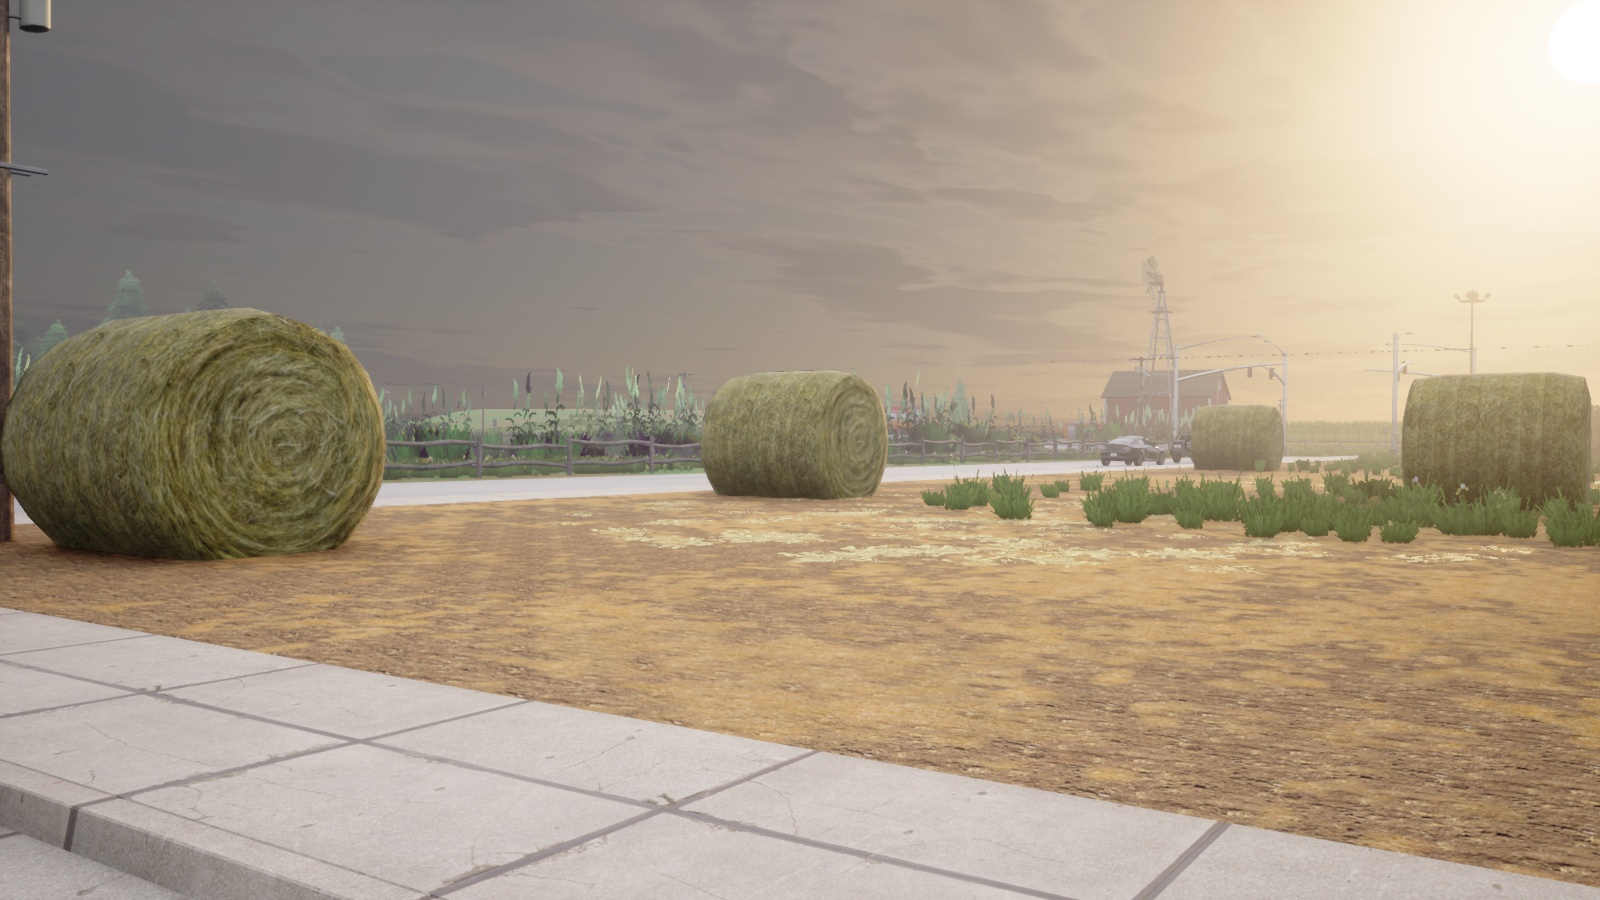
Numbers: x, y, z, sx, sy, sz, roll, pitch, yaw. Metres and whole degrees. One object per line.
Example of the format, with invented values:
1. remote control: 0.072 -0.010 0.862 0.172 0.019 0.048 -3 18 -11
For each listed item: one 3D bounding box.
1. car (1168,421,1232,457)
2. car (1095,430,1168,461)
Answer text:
1. car: 21.696 -0.612 68.016 1.932 1.855 4.605 0 1 36
2. car: 15.937 -0.244 60.201 1.812 1.442 4.674 0 1 36
